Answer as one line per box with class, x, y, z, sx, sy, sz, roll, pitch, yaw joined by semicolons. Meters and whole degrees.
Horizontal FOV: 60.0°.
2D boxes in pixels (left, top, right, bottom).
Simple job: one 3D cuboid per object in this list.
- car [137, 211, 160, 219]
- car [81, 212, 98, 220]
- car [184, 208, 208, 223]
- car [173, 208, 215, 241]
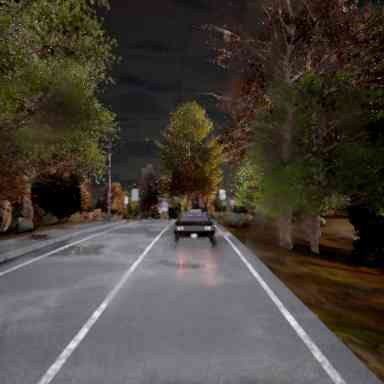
car;-10.168;5.545;78.812;5.566;2.045;2.150;3;-5;-25
car;-19.579;4.593;63.640;2.097;1.767;4.553;0;-5;-2
car;0.500;2.380;34.140;2.033;1.411;5.357;0;-4;5
car;0.096;1.684;16.922;1.895;1.301;4.718;0;-1;0
